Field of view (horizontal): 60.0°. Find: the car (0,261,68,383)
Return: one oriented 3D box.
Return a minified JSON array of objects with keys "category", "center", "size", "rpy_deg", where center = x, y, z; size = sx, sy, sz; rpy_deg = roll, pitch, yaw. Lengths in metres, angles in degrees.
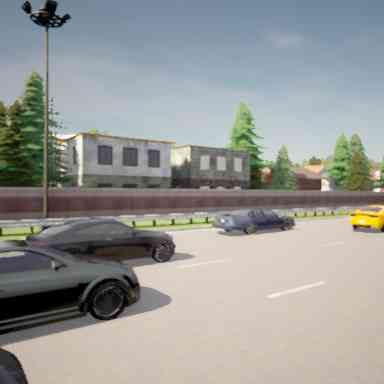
[{"category":"car","center":[-3.311,1.495,1.385],"size":[4.892,1.490,1.837],"rpy_deg":[1,0,-35]}]

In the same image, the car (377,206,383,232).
[{"category":"car","center":[11.398,1.573,16.167],"size":[4.902,1.511,2.128],"rpy_deg":[0,0,-35]}]

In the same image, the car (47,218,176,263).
[{"category":"car","center":[-2.708,1.542,10.411],"size":[4.674,1.442,1.812],"rpy_deg":[0,0,-35]}]

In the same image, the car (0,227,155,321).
[{"category":"car","center":[-3.035,1.567,5.879],"size":[4.181,1.385,1.994],"rpy_deg":[0,0,-35]}]

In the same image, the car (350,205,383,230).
[{"category":"car","center":[11.875,1.573,20.806],"size":[5.008,1.535,1.882],"rpy_deg":[0,0,-35]}]

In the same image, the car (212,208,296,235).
[{"category":"car","center":[3.689,1.609,19.269],"size":[5.357,1.411,2.033],"rpy_deg":[0,0,-35]}]
